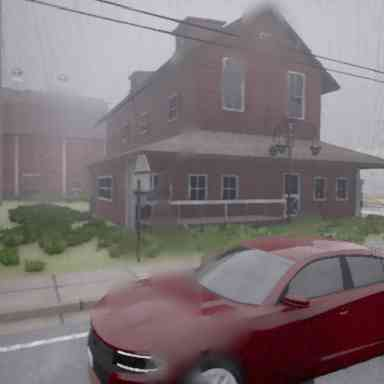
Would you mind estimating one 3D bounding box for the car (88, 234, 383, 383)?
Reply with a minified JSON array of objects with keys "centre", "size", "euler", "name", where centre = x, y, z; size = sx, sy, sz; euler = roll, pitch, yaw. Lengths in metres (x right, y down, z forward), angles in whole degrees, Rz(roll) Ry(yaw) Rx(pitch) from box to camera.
[{"centre":[1.225,1.381,4.438],"size":[5.008,1.535,1.882],"euler":[0,1,-26],"name":"car"}]
